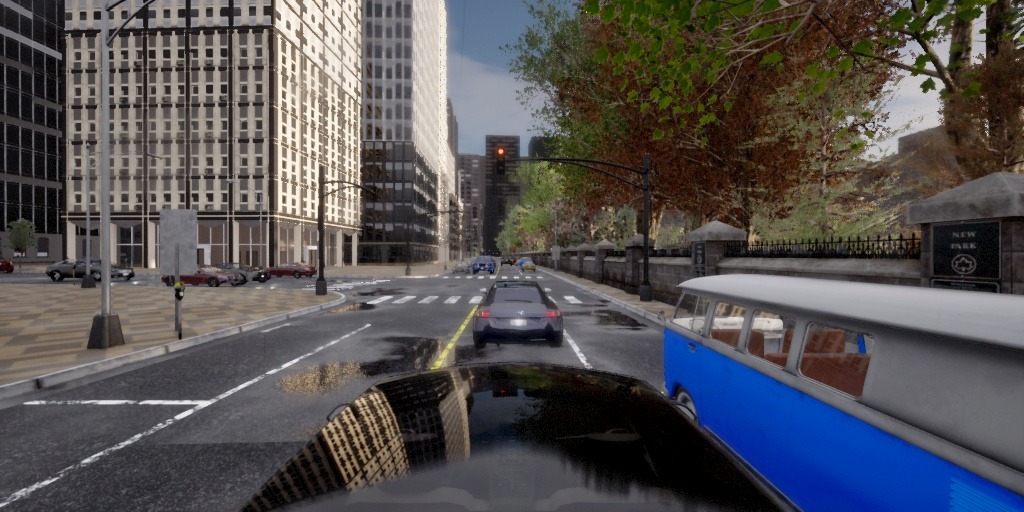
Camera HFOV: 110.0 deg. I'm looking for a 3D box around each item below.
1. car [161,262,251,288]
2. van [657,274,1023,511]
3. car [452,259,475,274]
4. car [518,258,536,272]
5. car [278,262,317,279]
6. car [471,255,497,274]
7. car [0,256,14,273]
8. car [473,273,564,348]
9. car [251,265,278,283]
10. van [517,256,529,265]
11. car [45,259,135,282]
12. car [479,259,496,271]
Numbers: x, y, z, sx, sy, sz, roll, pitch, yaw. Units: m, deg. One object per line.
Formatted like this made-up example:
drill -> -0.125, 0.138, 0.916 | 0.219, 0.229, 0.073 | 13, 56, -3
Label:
car -> -18.151, 1.149, 21.026 | 4.207, 1.307, 1.802 | 0, 0, 4
van -> 2.568, 1.091, 2.673 | 1.690, 1.789, 3.998 | 0, 0, 0
car -> -5.631, 1.288, 40.341 | 2.007, 1.370, 4.403 | 0, 0, -1
car -> 2.131, 1.260, 46.392 | 1.751, 1.417, 4.829 | 0, 0, -1
car -> -18.085, 1.127, 29.139 | 4.207, 1.307, 1.802 | 0, 0, 4
car -> -3.168, 0.959, 40.735 | 2.150, 2.045, 5.566 | 0, 0, 0
car -> -45.534, 0.676, 30.569 | 4.097, 1.591, 1.967 | 0, 0, 1
car -> 0.101, 1.313, 9.254 | 1.994, 1.385, 4.181 | 0, 0, -1
car -> -18.277, 1.123, 23.574 | 4.181, 1.385, 1.994 | 1, 0, 4
van -> 2.008, 1.071, 51.765 | 1.690, 1.789, 3.998 | 0, 0, -1
car -> -28.349, 0.936, 24.204 | 4.902, 1.511, 2.128 | 1, 0, 3
car -> -3.375, 1.223, 50.689 | 2.128, 1.511, 4.902 | 0, 0, -1
